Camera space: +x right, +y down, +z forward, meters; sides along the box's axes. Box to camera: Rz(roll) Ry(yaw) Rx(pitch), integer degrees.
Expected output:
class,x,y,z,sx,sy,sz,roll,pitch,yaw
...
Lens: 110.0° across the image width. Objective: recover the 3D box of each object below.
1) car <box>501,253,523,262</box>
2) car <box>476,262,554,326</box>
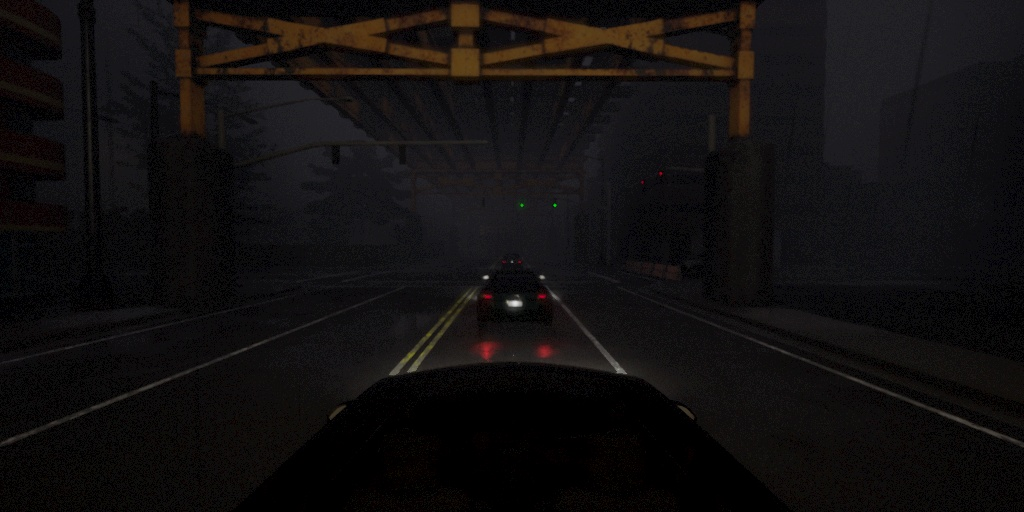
class,x,y,z,sx,sy,sz,roll,pitch,yaw
car,0.000,0.447,30.667,2.033,1.411,5.357,0,2,0
car,0.070,1.054,10.572,1.994,1.385,4.181,0,2,0
